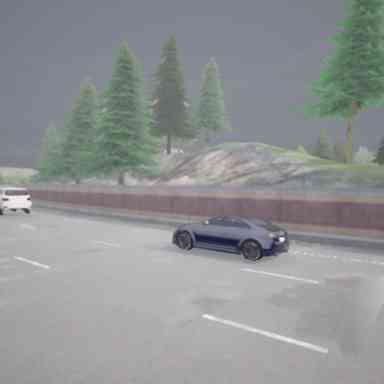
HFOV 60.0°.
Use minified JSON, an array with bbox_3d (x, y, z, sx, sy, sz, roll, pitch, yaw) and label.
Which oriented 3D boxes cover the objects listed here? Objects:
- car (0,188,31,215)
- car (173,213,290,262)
[{"bbox_3d":[-14.737,0.675,26.711,2.150,2.045,5.566,0,1,-43],"label":"car"},{"bbox_3d":[1.323,1.454,11.909,4.181,1.385,1.994,1,1,38],"label":"car"}]
